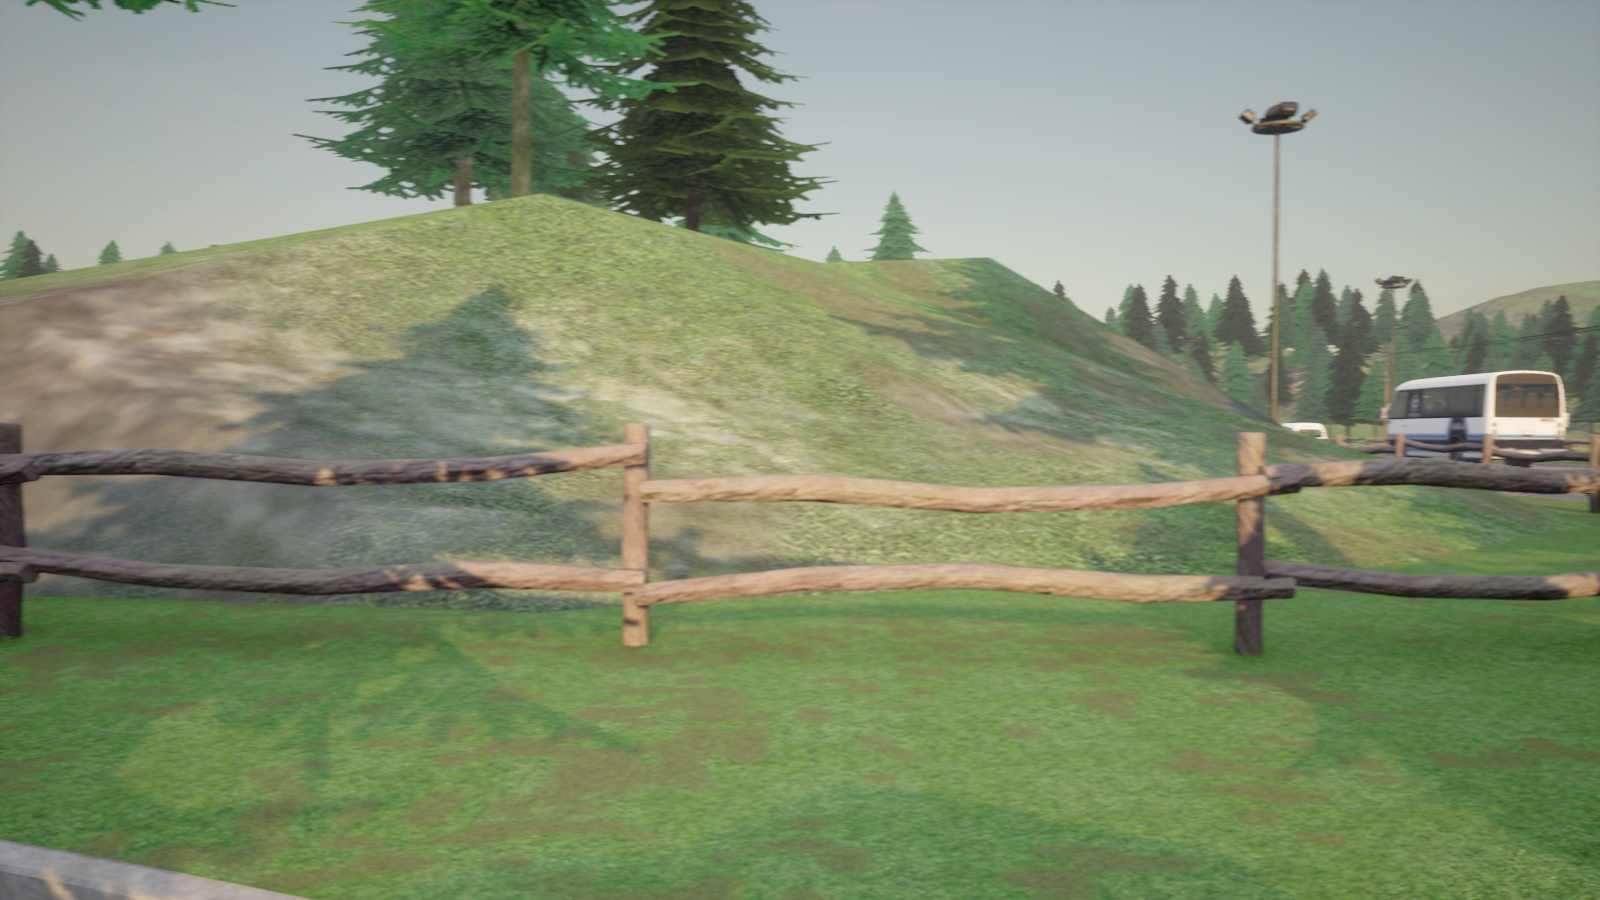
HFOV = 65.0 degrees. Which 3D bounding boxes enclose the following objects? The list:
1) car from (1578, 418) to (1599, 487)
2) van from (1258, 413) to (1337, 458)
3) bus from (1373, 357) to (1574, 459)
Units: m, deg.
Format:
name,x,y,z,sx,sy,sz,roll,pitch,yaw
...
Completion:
name,x,y,z,sx,sy,sz,roll,pitch,yaw
car,19.101,0.070,26.796,1.801,1.575,5.366,-1,1,2
van,23.618,-0.693,59.790,2.069,2.038,4.480,-1,1,2
bus,30.546,-1.830,57.712,3.944,4.253,10.273,-1,1,2
